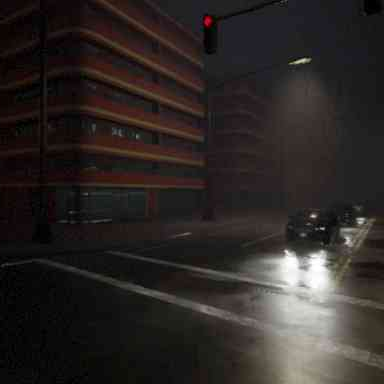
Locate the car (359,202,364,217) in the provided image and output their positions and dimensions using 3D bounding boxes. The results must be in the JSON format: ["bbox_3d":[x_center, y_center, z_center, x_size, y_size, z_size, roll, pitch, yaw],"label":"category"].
[{"bbox_3d":[15.943,1.618,32.941,1.812,1.442,4.674,0,0,31],"label":"car"}]

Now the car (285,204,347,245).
[{"bbox_3d":[5.930,1.545,16.135,2.128,1.511,4.902,0,0,31],"label":"car"}]

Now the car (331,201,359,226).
[{"bbox_3d":[10.771,1.577,24.266,1.837,1.490,4.892,0,0,31],"label":"car"}]
